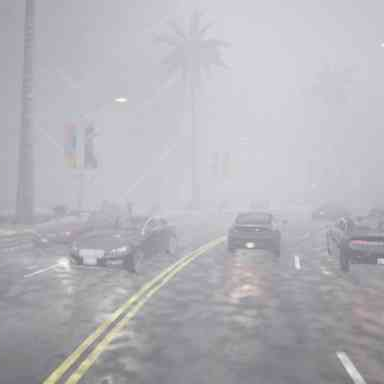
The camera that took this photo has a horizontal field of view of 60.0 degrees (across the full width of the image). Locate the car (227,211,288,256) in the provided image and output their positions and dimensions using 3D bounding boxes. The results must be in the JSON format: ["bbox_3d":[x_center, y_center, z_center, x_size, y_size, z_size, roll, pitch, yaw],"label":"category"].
[{"bbox_3d":[2.667,1.511,13.254,1.837,1.490,4.892,0,0,18],"label":"car"}]

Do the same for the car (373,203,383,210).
[{"bbox_3d":[15.724,1.620,26.384,4.674,1.442,1.812,0,0,-40],"label":"car"}]

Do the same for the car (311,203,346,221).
[{"bbox_3d":[11.471,1.624,27.200,4.181,1.385,1.994,0,0,-45],"label":"car"}]

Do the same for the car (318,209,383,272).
[{"bbox_3d":[5.472,1.523,10.643,2.128,1.511,4.902,0,0,16],"label":"car"}]

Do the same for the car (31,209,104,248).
[{"bbox_3d":[-4.563,1.478,14.140,1.812,1.442,4.674,0,0,18],"label":"car"}]

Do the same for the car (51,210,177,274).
[{"bbox_3d":[-1.912,1.467,10.698,2.128,1.511,4.902,0,0,15],"label":"car"}]
